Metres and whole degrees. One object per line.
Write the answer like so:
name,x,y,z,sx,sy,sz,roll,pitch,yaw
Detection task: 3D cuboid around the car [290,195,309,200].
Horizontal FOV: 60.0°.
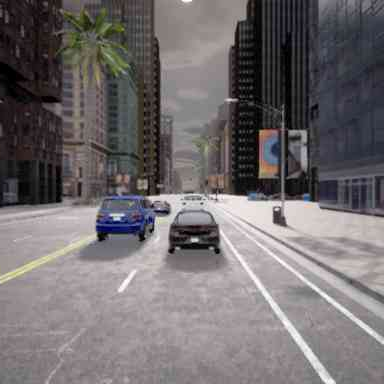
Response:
car,28.400,1.515,87.889,4.206,1.307,1.802,0,0,0

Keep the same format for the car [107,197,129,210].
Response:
car,-9.841,1.456,44.698,1.882,1.535,5.008,0,0,0

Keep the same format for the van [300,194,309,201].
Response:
van,28.407,1.300,79.363,3.998,1.788,1.690,0,0,0

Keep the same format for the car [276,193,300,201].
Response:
car,22.729,1.545,79.360,4.206,1.307,1.802,0,0,0

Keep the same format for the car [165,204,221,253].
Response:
car,0.095,1.469,13.716,1.882,1.535,5.008,0,0,0

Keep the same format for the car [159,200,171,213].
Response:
car,-3.158,1.546,34.003,1.994,1.385,4.181,0,0,0

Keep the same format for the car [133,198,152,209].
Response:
car,-6.593,1.505,44.697,1.812,1.442,4.674,0,0,0

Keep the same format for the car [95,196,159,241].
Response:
car,-3.154,1.212,16.684,2.150,2.045,5.566,0,0,0

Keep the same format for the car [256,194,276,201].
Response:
car,17.051,1.518,79.357,4.403,1.369,2.008,0,0,0

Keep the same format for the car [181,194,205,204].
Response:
car,0.093,1.204,32.555,2.150,2.045,5.566,0,0,0

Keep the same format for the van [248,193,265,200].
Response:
van,17.044,1.281,87.881,3.998,1.788,1.690,0,0,0
